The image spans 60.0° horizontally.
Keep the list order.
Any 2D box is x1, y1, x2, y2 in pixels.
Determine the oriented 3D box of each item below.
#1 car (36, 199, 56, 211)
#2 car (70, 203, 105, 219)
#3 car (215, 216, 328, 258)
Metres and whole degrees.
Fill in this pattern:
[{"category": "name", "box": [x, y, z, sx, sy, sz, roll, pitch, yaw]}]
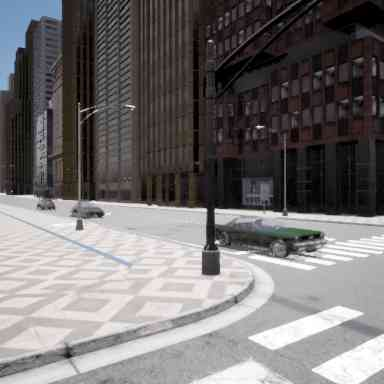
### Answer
[{"category": "car", "box": [-20.282, 1.808, 46.188, 1.837, 1.490, 4.892, 0, 0, -35]}, {"category": "car", "box": [-9.988, 1.716, 31.441, 2.033, 1.411, 5.357, 0, 0, -35]}, {"category": "car", "box": [2.848, 1.654, 13.254, 1.895, 1.301, 4.718, 0, 0, -35]}]
